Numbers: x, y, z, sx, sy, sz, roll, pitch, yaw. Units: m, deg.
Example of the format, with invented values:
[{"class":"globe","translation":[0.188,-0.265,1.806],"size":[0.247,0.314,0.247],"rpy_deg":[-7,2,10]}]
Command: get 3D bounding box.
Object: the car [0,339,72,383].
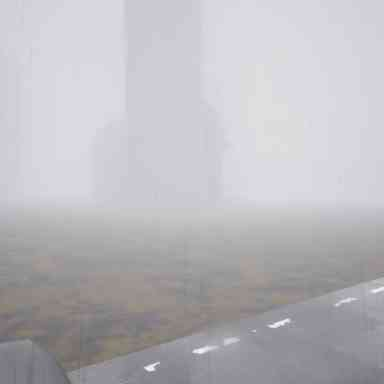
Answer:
[{"class":"car","translation":[-2.983,1.540,0.943],"size":[5.357,1.411,2.033],"rpy_deg":[0,0,-36]}]
